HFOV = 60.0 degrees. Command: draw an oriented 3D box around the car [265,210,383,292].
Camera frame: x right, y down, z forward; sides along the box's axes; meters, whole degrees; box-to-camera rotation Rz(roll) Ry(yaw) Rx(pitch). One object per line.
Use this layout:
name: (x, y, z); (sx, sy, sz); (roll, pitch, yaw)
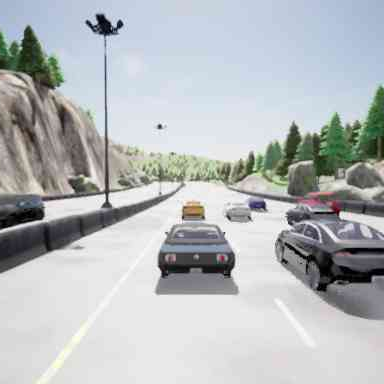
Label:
car: (3.602, 1.458, 8.815); (2.128, 1.511, 4.902); (0, 0, 0)

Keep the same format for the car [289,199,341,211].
car: (7.105, 1.415, 20.079); (2.128, 1.511, 4.902); (0, 0, 0)

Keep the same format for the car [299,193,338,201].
car: (10.607, 1.101, 28.370); (2.150, 2.045, 5.566); (0, 0, 0)

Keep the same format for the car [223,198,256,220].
car: (3.606, 1.412, 26.835); (1.812, 1.442, 4.674); (0, 0, 0)

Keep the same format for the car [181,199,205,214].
car: (0.107, 1.354, 28.123); (1.882, 1.535, 5.008); (0, 0, 0)

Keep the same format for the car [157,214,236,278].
car: (0.102, 1.561, 10.011); (1.895, 1.301, 4.718); (0, 0, 0)

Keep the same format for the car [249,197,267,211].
car: (7.109, 1.277, 37.704); (1.882, 1.535, 5.008); (0, 1, 0)

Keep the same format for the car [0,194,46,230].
car: (-10.504, 1.145, 19.290); (2.150, 2.045, 5.566); (0, 0, 0)
